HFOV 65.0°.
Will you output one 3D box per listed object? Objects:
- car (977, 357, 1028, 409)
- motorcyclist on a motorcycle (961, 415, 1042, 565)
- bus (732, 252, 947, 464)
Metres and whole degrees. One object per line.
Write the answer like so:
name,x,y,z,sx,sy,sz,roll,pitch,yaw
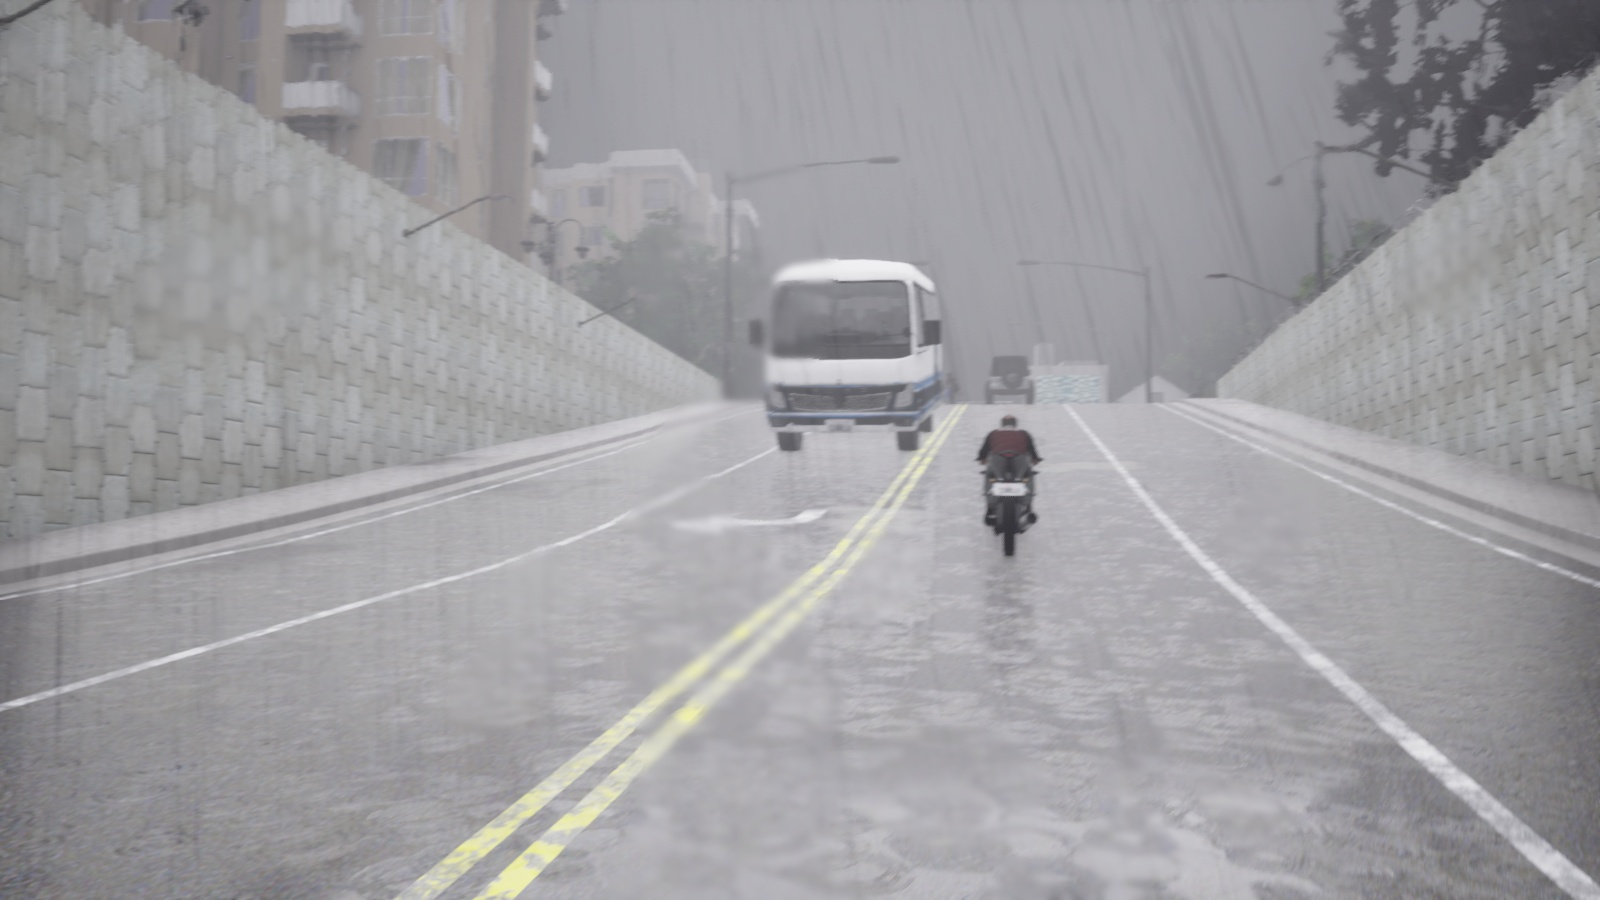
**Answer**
car,7.972,-2.617,49.563,1.905,1.878,3.866,0,1,9
motorcyclist on a motorcycle,2.346,0.400,14.634,0.866,1.530,2.191,0,4,9
bus,1.389,-2.287,30.709,3.944,4.253,10.273,0,5,9
